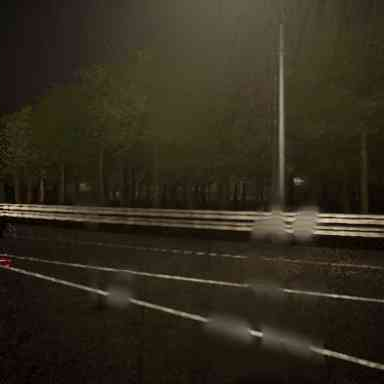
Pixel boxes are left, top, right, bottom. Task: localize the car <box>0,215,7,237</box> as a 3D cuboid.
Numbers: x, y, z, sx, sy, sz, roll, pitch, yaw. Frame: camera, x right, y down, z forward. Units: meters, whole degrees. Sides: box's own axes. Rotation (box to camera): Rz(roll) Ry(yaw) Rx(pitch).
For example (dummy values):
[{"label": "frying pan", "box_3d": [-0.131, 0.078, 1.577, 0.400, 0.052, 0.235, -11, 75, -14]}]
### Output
[{"label": "car", "box_3d": [-11.224, 1.513, 16.590, 4.892, 1.490, 1.837, 0, 0, 31]}]
